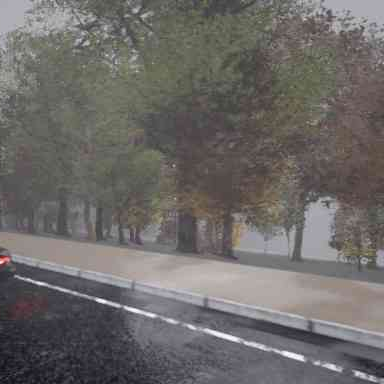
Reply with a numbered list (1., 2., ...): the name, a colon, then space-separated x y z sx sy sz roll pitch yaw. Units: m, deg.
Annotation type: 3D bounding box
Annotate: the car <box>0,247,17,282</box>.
1. car: -6.513 1.572 8.328 5.357 1.411 2.033 0 0 35
